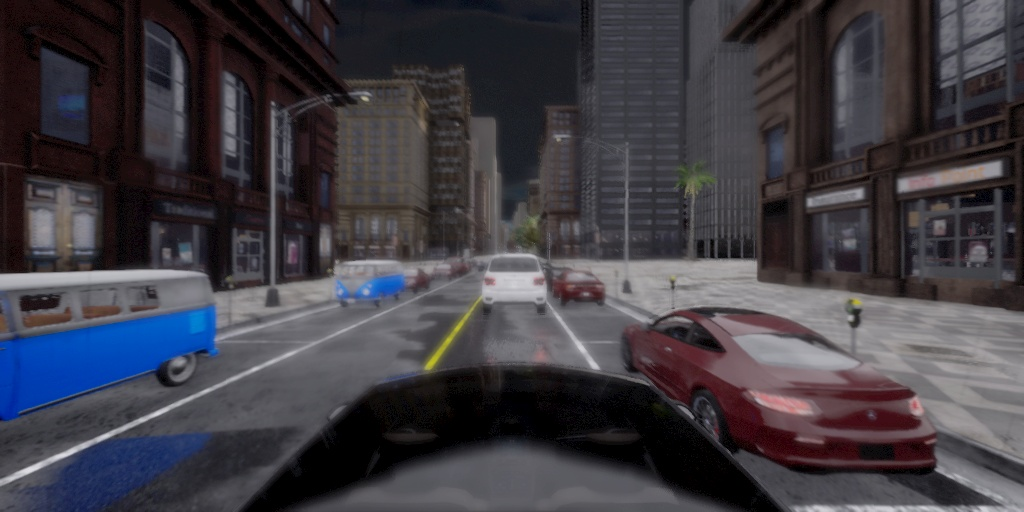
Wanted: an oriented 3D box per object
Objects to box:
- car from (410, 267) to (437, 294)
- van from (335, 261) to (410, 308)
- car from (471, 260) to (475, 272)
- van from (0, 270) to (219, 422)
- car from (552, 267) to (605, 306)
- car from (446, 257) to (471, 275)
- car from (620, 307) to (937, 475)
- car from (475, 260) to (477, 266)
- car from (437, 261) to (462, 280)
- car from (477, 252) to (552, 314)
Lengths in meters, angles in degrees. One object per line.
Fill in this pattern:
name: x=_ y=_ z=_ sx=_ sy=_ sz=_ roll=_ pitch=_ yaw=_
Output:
car: x=-5.755 y=1.324 z=20.229 sx=1.802 sy=1.307 sz=4.207 roll=0 pitch=0 yaw=0
van: x=-5.757 y=1.085 z=14.928 sx=1.690 sy=1.789 sz=3.998 roll=0 pitch=0 yaw=0
car: x=-5.748 y=1.162 z=41.435 sx=1.967 sy=1.591 sz=4.097 roll=0 pitch=0 yaw=0
van: x=-5.761 y=1.090 z=4.327 sx=1.690 sy=1.789 sz=3.998 roll=0 pitch=0 yaw=0
car: x=2.768 y=1.289 z=15.589 sx=1.888 sy=1.381 sz=4.507 roll=0 pitch=0 yaw=0
car: x=-5.750 y=1.046 z=36.132 sx=2.192 sy=1.841 sz=5.009 roll=0 pitch=0 yaw=0
car: x=2.764 y=1.331 z=4.790 sx=1.802 sy=1.307 sz=4.207 roll=0 pitch=0 yaw=0
car: x=-3.077 y=1.319 z=43.647 sx=1.895 sy=1.301 sz=4.718 roll=0 pitch=0 yaw=0
car: x=-5.751 y=1.318 z=30.831 sx=1.802 sy=1.307 sz=4.207 roll=0 pitch=0 yaw=0
car: x=0.088 y=0.965 z=13.869 sx=2.150 sy=2.045 sz=5.566 roll=0 pitch=0 yaw=0
